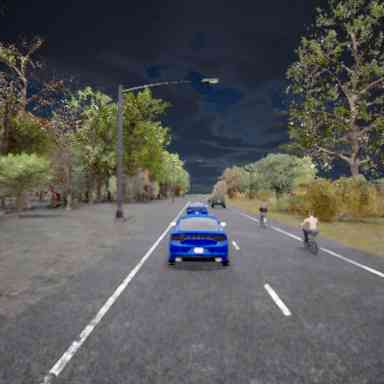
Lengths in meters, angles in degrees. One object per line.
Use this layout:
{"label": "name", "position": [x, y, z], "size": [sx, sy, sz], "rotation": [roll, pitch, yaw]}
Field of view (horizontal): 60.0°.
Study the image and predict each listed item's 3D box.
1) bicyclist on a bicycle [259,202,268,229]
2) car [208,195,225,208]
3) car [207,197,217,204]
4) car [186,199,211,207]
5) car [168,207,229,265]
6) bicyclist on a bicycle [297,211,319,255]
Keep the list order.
{"label": "bicyclist on a bicycle", "position": [4.710, 1.516, 22.093], "size": [0.659, 1.776, 1.843], "rotation": [0, 0, 1]}
{"label": "car", "position": [4.227, 1.538, 54.512], "size": [2.150, 2.045, 5.566], "rotation": [0, 0, 1]}
{"label": "car", "position": [4.348, 1.895, 73.462], "size": [1.882, 1.535, 5.008], "rotation": [0, 0, 1]}
{"label": "car", "position": [0.442, 1.642, 30.667], "size": [1.882, 1.535, 5.008], "rotation": [0, 0, 1]}
{"label": "car", "position": [0.224, 1.543, 12.045], "size": [1.882, 1.535, 5.008], "rotation": [0, 0, 1]}
{"label": "bicyclist on a bicycle", "position": [4.576, 1.533, 12.899], "size": [0.866, 1.612, 1.509], "rotation": [0, 0, 1]}
